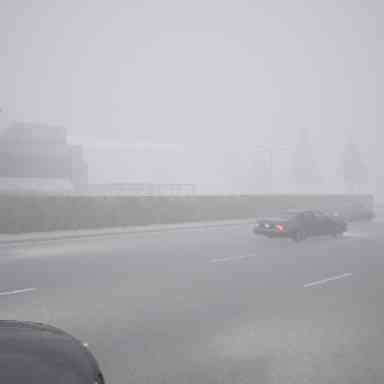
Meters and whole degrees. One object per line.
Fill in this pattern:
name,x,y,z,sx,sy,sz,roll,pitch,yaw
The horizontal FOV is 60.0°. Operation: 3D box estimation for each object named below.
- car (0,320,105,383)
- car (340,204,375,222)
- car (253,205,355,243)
car,-2.892,1.491,1.684,4.902,1.511,2.128,0,0,-35
car,12.065,1.564,25.265,4.181,1.385,1.994,0,0,-36
car,5.364,1.547,16.176,5.357,1.411,2.033,0,0,-36
